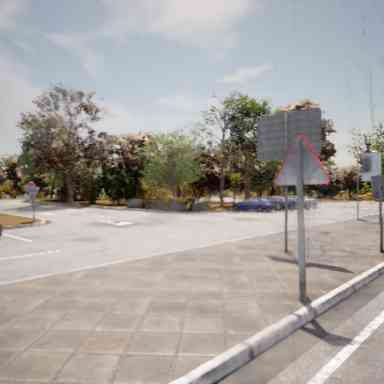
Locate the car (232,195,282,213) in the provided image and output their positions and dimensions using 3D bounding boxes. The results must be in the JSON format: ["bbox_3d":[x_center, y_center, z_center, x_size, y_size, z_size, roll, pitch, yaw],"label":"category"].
[{"bbox_3d":[6.153,1.251,33.330,4.674,1.452,2.002,0,0,44],"label":"car"}]

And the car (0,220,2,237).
[{"bbox_3d":[-10.798,1.308,15.868,4.553,1.767,2.185,0,1,44],"label":"car"}]

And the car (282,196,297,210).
[{"bbox_3d":[8.433,1.183,35.682,4.892,1.521,2.231,0,0,44],"label":"car"}]

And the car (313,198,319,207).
[{"bbox_3d":[12.898,1.163,40.298,4.674,1.452,2.002,0,0,44],"label":"car"}]

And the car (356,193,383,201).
[{"bbox_3d":[32.712,0.870,60.761,5.008,1.535,2.097,0,0,44],"label":"car"}]

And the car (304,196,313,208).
[{"bbox_3d":[10.702,1.152,38.041,5.008,1.535,2.097,0,0,44],"label":"car"}]
